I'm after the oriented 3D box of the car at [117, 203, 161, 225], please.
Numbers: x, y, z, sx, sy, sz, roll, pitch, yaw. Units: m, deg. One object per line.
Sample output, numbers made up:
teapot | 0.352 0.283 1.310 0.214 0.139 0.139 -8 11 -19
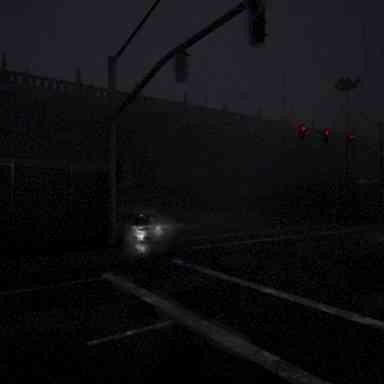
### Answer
car | -4.099 1.598 25.046 1.812 1.442 4.674 0 0 -36
